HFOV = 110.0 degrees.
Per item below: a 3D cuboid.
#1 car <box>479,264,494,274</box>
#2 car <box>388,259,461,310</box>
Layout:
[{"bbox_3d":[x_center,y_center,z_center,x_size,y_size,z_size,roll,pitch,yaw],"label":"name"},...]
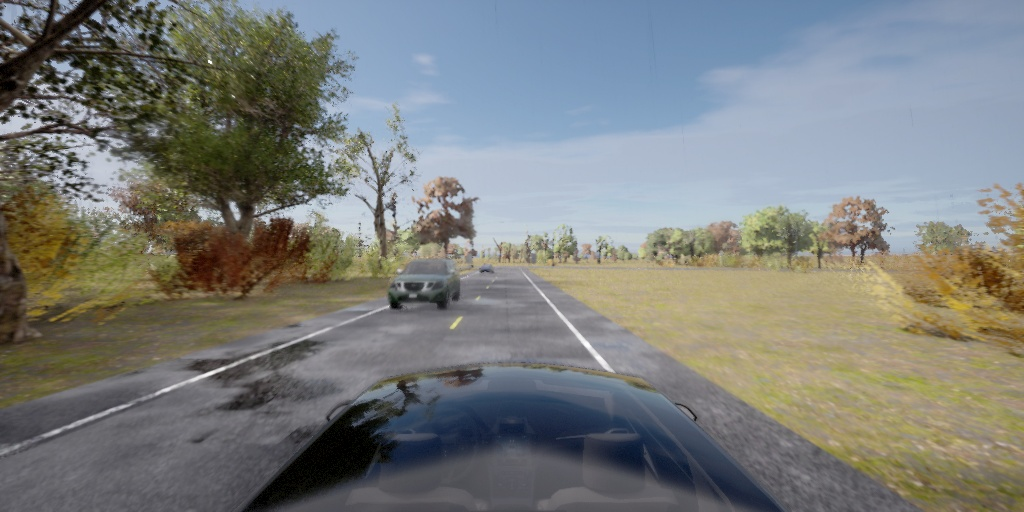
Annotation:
[{"bbox_3d":[-3.535,1.817,51.099,2.033,1.411,5.357,0,-1,1],"label":"car"},{"bbox_3d":[-3.602,1.124,15.826,2.150,2.045,5.566,0,-1,0],"label":"car"}]
